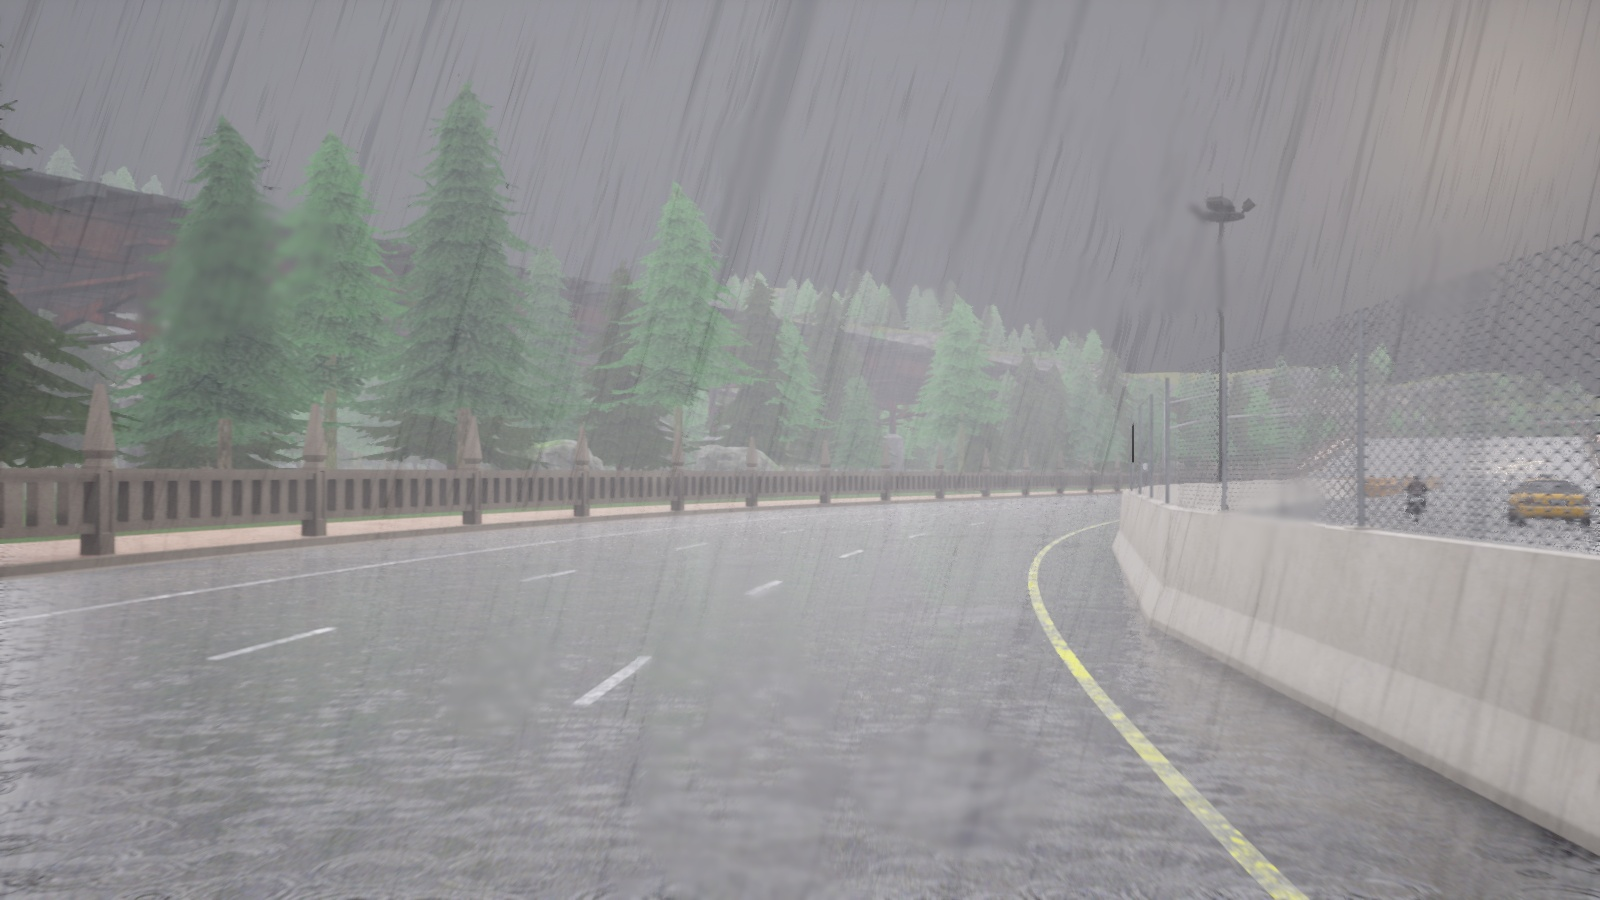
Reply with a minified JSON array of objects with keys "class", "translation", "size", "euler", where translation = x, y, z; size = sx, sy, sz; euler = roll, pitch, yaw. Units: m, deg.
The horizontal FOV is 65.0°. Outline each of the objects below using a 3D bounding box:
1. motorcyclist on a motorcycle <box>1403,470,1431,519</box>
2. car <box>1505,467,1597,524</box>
[{"class":"motorcyclist on a motorcycle","translation":[19.590,1.392,39.892],"size":[0.797,1.523,2.044],"euler":[0,-1,26]},{"class":"car","translation":[22.420,1.301,37.654],"size":[1.801,1.575,5.366],"euler":[-1,-1,25]}]
